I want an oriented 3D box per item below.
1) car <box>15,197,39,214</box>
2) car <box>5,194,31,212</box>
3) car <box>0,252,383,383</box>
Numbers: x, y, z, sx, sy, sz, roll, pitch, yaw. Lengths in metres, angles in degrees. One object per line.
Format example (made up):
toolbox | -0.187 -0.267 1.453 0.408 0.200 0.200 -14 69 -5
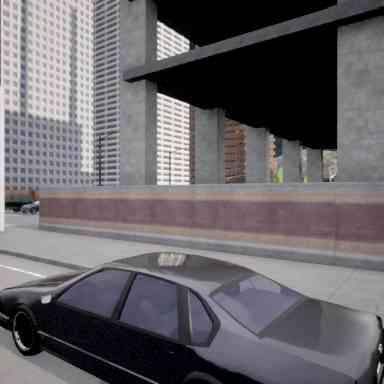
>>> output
car | -15.766 1.526 35.386 1.812 1.442 4.674 0 0 36
car | -19.907 1.221 35.664 2.150 2.045 5.566 0 0 36
car | -0.449 1.547 4.312 5.357 1.411 2.033 0 0 35
